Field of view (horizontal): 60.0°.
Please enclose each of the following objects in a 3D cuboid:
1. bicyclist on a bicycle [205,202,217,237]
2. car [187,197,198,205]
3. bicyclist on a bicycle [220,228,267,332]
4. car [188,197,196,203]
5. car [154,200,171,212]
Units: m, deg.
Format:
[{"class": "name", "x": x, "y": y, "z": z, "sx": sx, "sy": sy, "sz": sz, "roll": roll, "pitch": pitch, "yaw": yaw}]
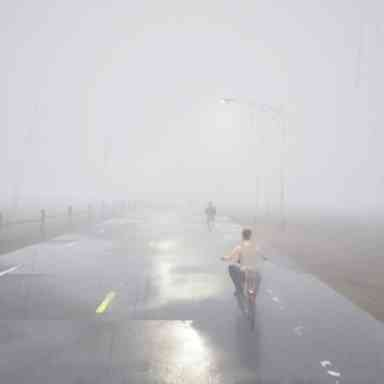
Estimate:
[{"class": "bicyclist on a bicycle", "x": 0.972, "y": 1.388, "z": 17.342, "sx": 0.659, "sy": 1.776, "sz": 1.843, "roll": 0, "pitch": 0, "yaw": 0}, {"class": "car", "x": 0.051, "y": 1.719, "z": 62.595, "sx": 2.128, "sy": 1.511, "sz": 4.902, "roll": 0, "pitch": 0, "yaw": 0}, {"class": "bicyclist on a bicycle", "x": 0.948, "y": 1.436, "z": 5.864, "sx": 0.866, "sy": 1.612, "sz": 1.509, "roll": 0, "pitch": 0, "yaw": 0}, {"class": "car", "x": 0.033, "y": 1.843, "z": 77.092, "sx": 1.837, "sy": 1.490, "sz": 4.892, "roll": 0, "pitch": -1, "yaw": 0}, {"class": "car", "x": -3.578, "y": 1.655, "z": 41.412, "sx": 2.033, "sy": 1.411, "sz": 5.357, "roll": 0, "pitch": 0, "yaw": 0}]
